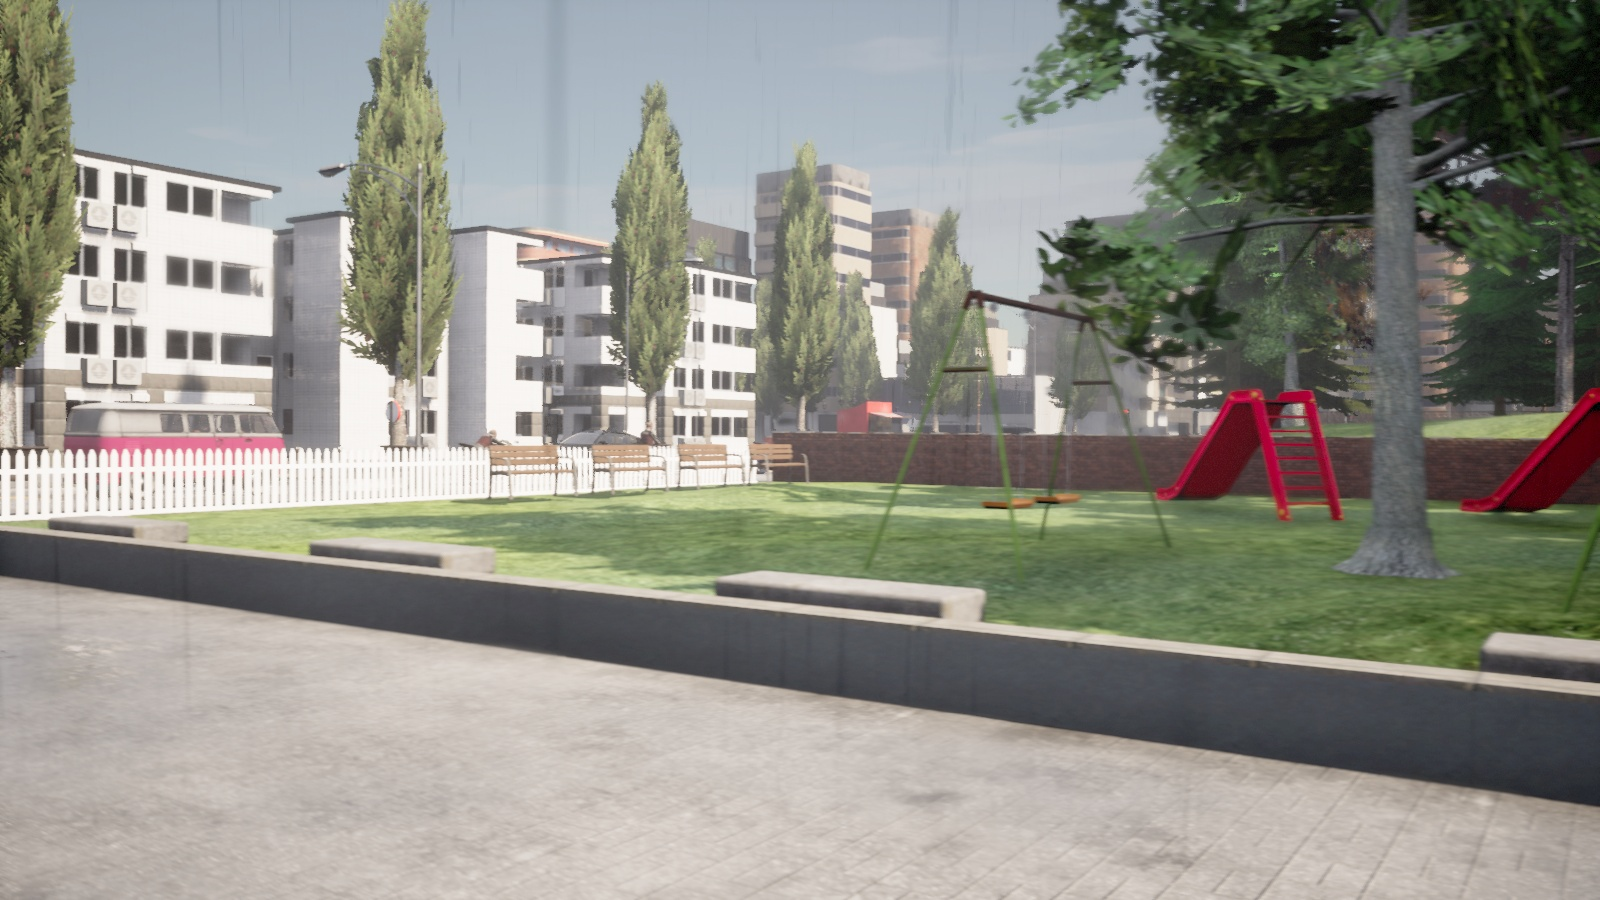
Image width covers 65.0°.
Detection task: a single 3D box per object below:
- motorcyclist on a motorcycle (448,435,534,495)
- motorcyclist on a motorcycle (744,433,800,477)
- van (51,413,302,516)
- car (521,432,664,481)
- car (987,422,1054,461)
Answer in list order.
[{"bbox_3d":[-8.282,0.379,33.753,0.866,1.530,2.191,0,1,34],"label":"motorcyclist on a motorcycle"},{"bbox_3d":[-0.973,0.164,44.706,0.866,1.530,2.191,0,1,34],"label":"motorcyclist on a motorcycle"},{"bbox_3d":[-13.068,0.239,26.584,1.775,1.987,4.442,0,1,33],"label":"van"},{"bbox_3d":[-7.008,0.186,42.869,1.882,1.535,5.008,0,1,34],"label":"car"},{"bbox_3d":[11.049,-0.431,62.770,1.905,1.878,3.866,0,1,34],"label":"car"}]
